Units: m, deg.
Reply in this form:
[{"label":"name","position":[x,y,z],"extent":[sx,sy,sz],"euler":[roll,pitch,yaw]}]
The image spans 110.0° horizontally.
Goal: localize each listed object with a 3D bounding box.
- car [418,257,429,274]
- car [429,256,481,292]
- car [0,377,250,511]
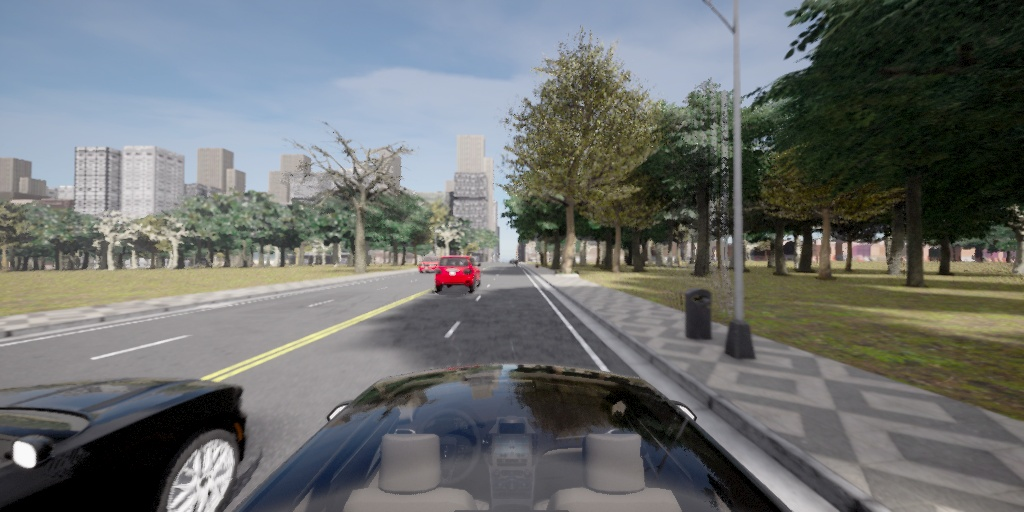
[{"label":"car","position":[-9.761,1.077,43.704],"extent":[2.150,2.045,5.566],"euler":[0,-1,0]},{"label":"car","position":[-3.120,0.998,21.470],"extent":[2.150,2.045,5.566],"euler":[0,0,0]},{"label":"car","position":[-3.151,1.225,0.990],"extent":[1.882,1.535,5.008],"euler":[0,0,0]}]
